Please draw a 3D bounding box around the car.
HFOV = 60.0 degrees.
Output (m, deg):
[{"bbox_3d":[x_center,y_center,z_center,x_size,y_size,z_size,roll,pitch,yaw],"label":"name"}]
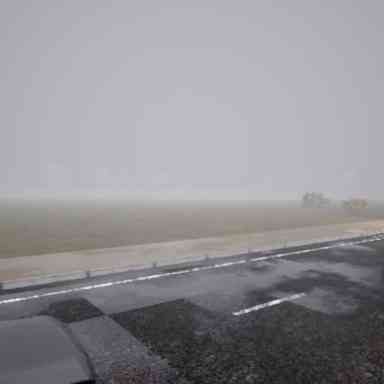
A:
[{"bbox_3d":[-3.090,1.548,1.471,5.357,1.411,2.033,0,0,-35],"label":"car"}]
